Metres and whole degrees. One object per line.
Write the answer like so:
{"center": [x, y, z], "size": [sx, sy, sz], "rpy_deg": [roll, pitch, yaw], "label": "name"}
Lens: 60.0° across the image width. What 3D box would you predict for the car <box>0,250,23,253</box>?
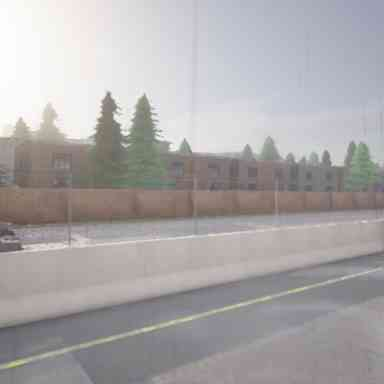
{"center": [-6.820, 1.538, 7.726], "size": [5.357, 1.411, 2.033], "rpy_deg": [1, 0, -35], "label": "car"}
